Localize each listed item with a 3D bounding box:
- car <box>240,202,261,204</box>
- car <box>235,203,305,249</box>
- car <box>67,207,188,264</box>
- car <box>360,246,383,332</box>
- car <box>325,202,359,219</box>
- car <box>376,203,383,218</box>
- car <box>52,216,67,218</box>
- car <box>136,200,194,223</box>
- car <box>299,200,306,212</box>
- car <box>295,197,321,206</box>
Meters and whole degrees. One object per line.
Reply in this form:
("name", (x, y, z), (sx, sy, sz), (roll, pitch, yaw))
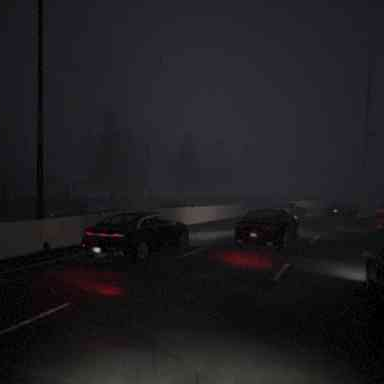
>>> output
("car", (9.386, 1.323, 51.094), (4.553, 1.767, 2.097), (0, 0, -43))
("car", (3.481, 1.470, 14.686), (1.882, 1.535, 5.008), (0, 0, 28))
("car", (-1.775, 1.481, 11.983), (2.128, 1.511, 4.902), (0, 0, 25))
("car", (4.045, 1.505, 5.476), (1.837, 1.490, 4.892), (0, 0, 23))
("car", (13.283, 1.554, 29.395), (1.994, 1.385, 4.181), (0, 0, 39))
("car", (17.883, 1.596, 29.491), (1.895, 1.301, 4.718), (0, 0, 41))
("car", (-7.543, 1.522, 24.148), (2.033, 1.411, 5.357), (0, 0, 30))
("car", (-2.016, 1.456, 26.432), (1.882, 1.535, 5.008), (0, 0, 33))
("car", (8.273, 1.587, 28.757), (1.895, 1.301, 4.718), (0, 0, 37))
("car", (19.190, 1.578, 55.056), (4.718, 1.301, 1.895), (0, 0, -38))
